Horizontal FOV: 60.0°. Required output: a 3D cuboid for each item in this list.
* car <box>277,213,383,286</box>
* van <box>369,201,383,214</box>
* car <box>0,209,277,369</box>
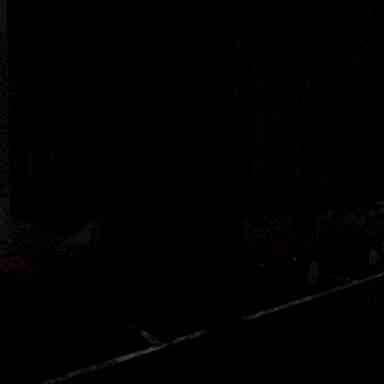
[{"bbox_3d":[3.495,1.456,9.176,4.507,1.381,1.887,-1,0,-36],"label":"car"},{"bbox_3d":[8.071,1.191,12.463,3.998,1.788,1.690,-1,0,-36],"label":"van"},{"bbox_3d":[-1.087,1.288,5.888,5.009,1.841,2.192,-1,0,-36],"label":"car"}]
